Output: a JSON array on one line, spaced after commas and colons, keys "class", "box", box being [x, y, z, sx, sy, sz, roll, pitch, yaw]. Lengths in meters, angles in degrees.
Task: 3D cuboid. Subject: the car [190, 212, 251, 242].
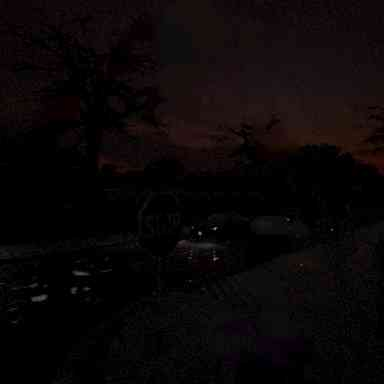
[{"class": "car", "box": [1.780, 1.878, 18.910, 1.812, 1.442, 4.674, 0, -1, 36]}]

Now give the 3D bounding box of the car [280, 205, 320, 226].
[{"class": "car", "box": [9.321, 2.101, 29.207, 1.837, 1.490, 4.892, 0, -1, 36]}]

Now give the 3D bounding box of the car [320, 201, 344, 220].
[{"class": "car", "box": [15.874, 2.046, 38.102, 2.150, 2.045, 5.566, 0, -1, 37]}]
